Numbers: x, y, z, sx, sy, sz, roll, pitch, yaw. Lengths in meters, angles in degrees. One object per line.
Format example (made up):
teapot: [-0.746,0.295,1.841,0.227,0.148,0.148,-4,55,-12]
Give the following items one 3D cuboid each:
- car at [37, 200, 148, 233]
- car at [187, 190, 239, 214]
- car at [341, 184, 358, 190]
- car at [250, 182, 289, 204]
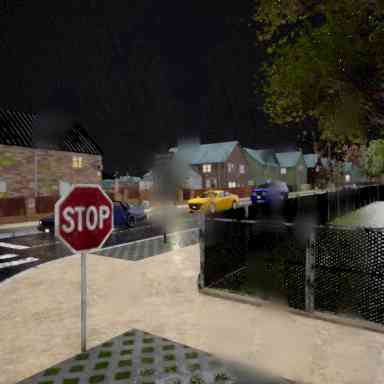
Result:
car: [-4.481,1.113,15.916,2.033,1.411,5.357,-1,2,35]
car: [1.615,0.666,24.408,1.882,1.535,5.008,-1,2,36]
car: [24.099,-0.470,50.559,1.994,1.385,4.181,-1,2,36]
car: [7.750,0.039,32.913,2.150,2.045,5.566,-1,2,36]
